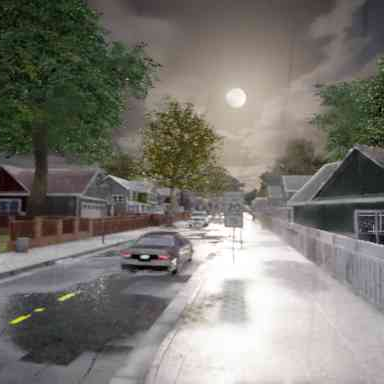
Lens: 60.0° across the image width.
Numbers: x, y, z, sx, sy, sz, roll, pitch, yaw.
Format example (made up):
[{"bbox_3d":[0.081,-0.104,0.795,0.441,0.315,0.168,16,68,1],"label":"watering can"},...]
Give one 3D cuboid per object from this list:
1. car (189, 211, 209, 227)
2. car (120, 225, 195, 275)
[{"bbox_3d":[1.019,3.660,45.258,2.150,2.045,5.566,0,-3,9],"label":"car"},{"bbox_3d":[-1.150,2.280,13.182,2.033,1.411,5.357,0,-3,9],"label":"car"}]
